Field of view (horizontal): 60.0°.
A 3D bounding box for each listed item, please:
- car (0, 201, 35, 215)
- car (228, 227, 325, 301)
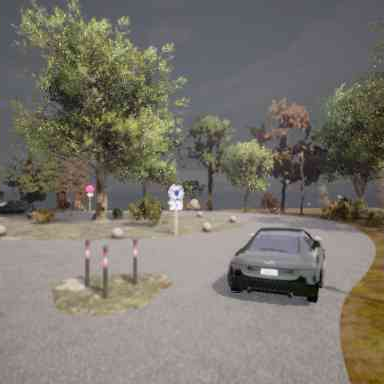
[{"bbox_3d":[-18.314,1.631,33.249,1.882,1.535,5.008,-1,-1,34],"label":"car"},{"bbox_3d":[2.351,1.609,8.643,1.994,1.385,4.181,0,0,23],"label":"car"}]
